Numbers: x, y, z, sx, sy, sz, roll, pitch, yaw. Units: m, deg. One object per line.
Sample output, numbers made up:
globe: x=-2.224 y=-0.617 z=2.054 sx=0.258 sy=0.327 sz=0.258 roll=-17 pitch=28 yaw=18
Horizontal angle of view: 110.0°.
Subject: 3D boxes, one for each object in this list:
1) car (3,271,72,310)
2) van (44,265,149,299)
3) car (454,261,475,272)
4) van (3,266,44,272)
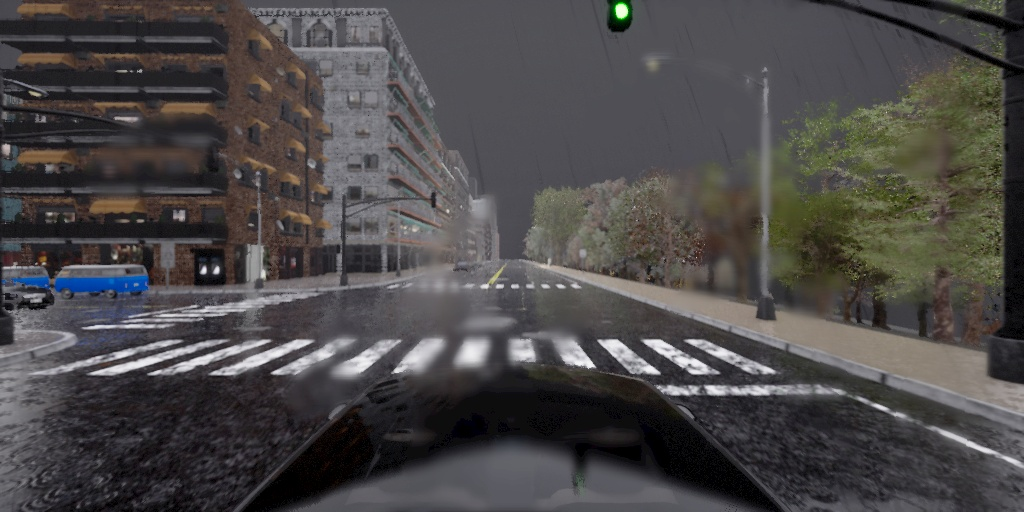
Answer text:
car: x=-21.278 y=1.537 z=14.150 sx=4.902 sy=1.511 sz=2.128 roll=-1 pitch=0 yaw=-1
van: x=-22.734 y=1.398 z=19.920 sx=3.998 sy=1.789 sz=1.690 roll=0 pitch=0 yaw=-1
car: x=-6.543 y=1.449 z=48.109 sx=2.033 sy=1.411 sz=5.357 roll=0 pitch=0 yaw=0
van: x=-28.335 y=1.471 z=19.838 sx=3.998 sy=1.789 sz=1.690 roll=0 pitch=0 yaw=-1
